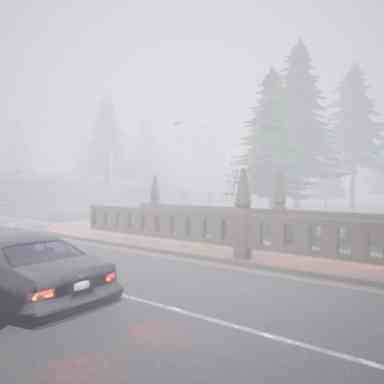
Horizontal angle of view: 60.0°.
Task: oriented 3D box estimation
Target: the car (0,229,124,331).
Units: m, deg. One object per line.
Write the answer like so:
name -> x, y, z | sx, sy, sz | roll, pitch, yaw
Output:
car -> -3.751, 1.472, 6.642 | 5.357, 1.411, 2.033 | 1, 0, 36
